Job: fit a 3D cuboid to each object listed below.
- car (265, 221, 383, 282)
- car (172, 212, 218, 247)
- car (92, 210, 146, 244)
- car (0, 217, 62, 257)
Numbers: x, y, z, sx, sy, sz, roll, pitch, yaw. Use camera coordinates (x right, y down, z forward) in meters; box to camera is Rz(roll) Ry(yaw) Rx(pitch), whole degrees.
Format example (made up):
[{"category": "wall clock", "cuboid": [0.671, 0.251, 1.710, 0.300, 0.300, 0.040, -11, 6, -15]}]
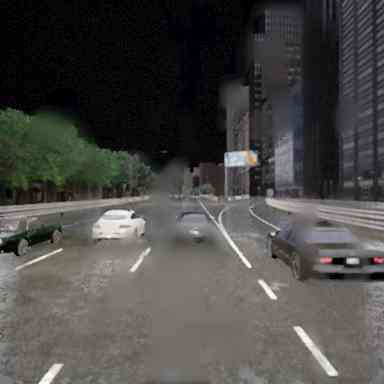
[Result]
[{"category": "car", "cuboid": [3.586, 1.587, 9.881, 2.033, 1.411, 5.357, 0, 0, 1]}, {"category": "car", "cuboid": [0.117, 1.625, 15.457, 1.994, 1.385, 4.181, 0, 0, 0]}, {"category": "car", "cuboid": [-3.381, 1.588, 15.925, 1.812, 1.442, 4.674, 0, 0, 0]}, {"category": "car", "cuboid": [-6.886, 1.642, 13.176, 1.895, 1.301, 4.718, 1, 0, 0]}]
